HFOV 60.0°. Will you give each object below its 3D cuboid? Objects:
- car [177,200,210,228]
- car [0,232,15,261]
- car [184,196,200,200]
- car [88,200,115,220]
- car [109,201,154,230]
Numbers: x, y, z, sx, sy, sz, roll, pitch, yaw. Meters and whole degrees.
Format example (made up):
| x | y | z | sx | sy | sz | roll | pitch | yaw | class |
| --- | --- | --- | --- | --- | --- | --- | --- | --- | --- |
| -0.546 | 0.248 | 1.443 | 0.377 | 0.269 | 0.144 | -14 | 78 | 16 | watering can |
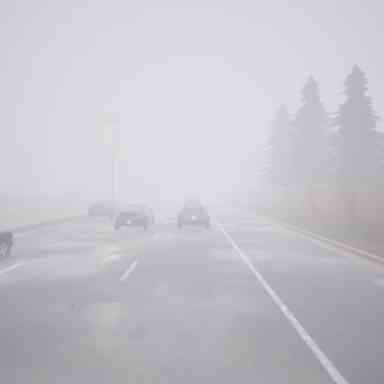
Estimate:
| x | y | z | sx | sy | sz | roll | pitch | yaw | class |
| --- | --- | --- | --- | --- | --- | --- | --- | --- | --- |
| 0.099 | 1.463 | 21.516 | 1.994 | 1.385 | 4.181 | 0 | 0 | 0 | car |
| -6.900 | 1.558 | 9.080 | 1.895 | 1.301 | 4.718 | 0 | 0 | 0 | car |
| 0.048 | 1.311 | 41.363 | 1.837 | 1.490 | 4.892 | 0 | 0 | 0 | car |
| -6.902 | 1.366 | 26.913 | 2.128 | 1.511 | 4.902 | 0 | 0 | 0 | car |
| -3.416 | 1.431 | 20.232 | 1.812 | 1.442 | 4.674 | 0 | 0 | 0 | car |
